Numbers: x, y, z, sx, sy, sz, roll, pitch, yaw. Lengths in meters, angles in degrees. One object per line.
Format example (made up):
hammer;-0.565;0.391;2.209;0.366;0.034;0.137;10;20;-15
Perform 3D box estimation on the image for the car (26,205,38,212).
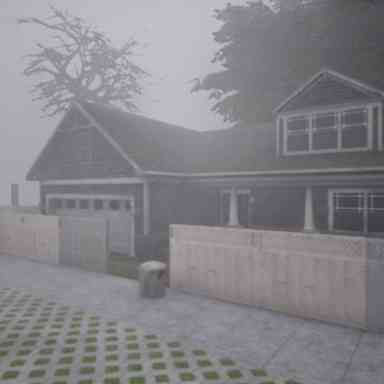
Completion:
car;-14.750;1.937;32.128;1.895;1.301;4.718;0;-1;35
